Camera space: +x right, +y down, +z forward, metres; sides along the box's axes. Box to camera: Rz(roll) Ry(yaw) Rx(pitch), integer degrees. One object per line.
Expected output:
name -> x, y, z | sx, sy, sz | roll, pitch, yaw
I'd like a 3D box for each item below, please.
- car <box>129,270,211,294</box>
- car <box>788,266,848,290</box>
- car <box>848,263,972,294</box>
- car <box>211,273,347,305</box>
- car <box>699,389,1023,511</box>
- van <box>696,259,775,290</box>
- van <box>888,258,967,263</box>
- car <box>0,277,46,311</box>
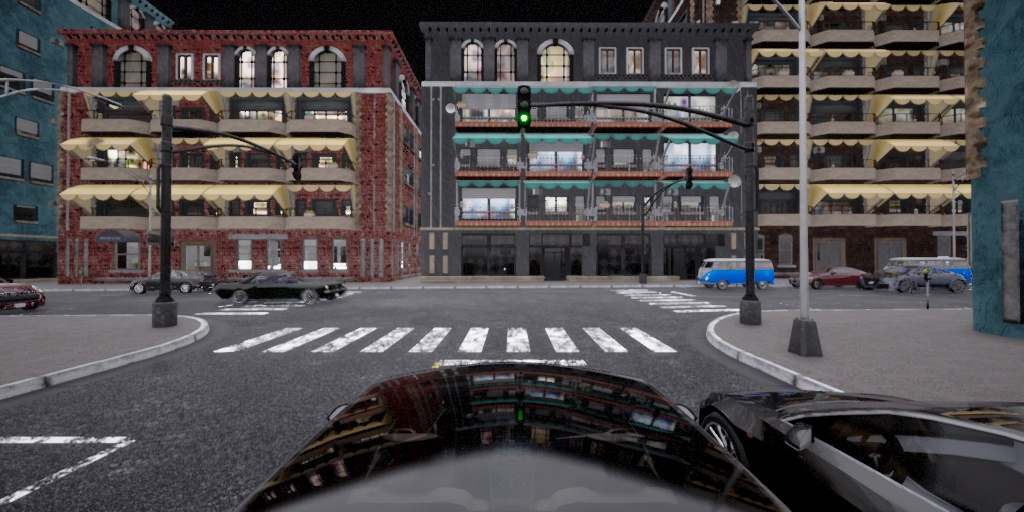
car -> -19.705, 1.462, 21.012 | 4.403, 1.370, 2.007 | 0, 0, 0
car -> 18.720, 1.249, 21.102 | 4.207, 1.307, 1.802 | 0, 0, 0
car -> 20.681, 1.192, 18.657 | 4.181, 1.385, 1.994 | 0, -1, 0
car -> -9.856, 1.392, 15.631 | 4.718, 1.301, 1.895 | 0, -1, 0
car -> 2.566, 1.316, 1.495 | 1.948, 1.339, 4.313 | 0, 0, 0
van -> 13.080, 1.043, 21.070 | 3.998, 1.789, 1.690 | 0, 0, 0
van -> 24.360, 0.973, 21.135 | 3.998, 1.789, 1.690 | 0, 0, 0
car -> -19.658, 1.263, 12.873 | 4.097, 1.591, 1.967 | 0, 0, 0
